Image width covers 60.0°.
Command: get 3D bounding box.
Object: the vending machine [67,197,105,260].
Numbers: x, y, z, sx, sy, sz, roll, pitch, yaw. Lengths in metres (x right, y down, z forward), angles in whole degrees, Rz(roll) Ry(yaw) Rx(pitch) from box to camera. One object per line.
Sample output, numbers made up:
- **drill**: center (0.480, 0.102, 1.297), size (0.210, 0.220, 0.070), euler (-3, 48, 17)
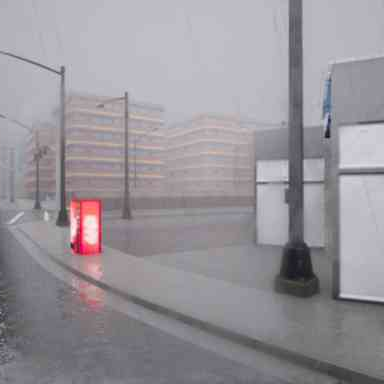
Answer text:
- **vending machine**: center (-3.803, 1.249, 11.950), size (1.100, 2.100, 0.880), euler (0, 0, -34)
